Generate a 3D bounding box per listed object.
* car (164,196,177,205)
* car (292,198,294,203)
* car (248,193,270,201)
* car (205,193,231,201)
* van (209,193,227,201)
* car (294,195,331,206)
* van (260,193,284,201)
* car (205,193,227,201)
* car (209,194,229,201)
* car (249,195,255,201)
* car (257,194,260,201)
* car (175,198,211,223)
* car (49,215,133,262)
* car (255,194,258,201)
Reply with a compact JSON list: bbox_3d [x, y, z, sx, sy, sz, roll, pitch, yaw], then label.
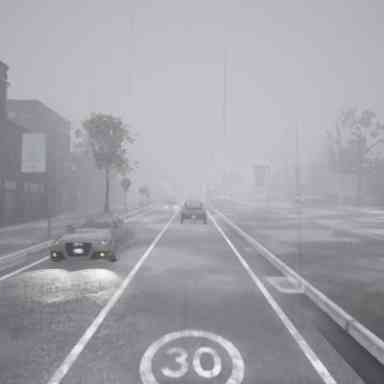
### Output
[{"bbox_3d":[-3.308,1.348,53.233,1.837,1.490,4.892,0,0,0],"label":"car"},{"bbox_3d":[18.695,1.327,54.342,4.674,1.452,2.002,0,0,0],"label":"car"},{"bbox_3d":[18.378,1.453,91.771,5.566,2.045,2.435,0,-2,-1],"label":"car"},{"bbox_3d":[6.104,1.366,75.686,5.366,1.575,1.946,0,-1,0],"label":"car"},{"bbox_3d":[6.359,1.239,81.646,4.442,1.987,1.878,0,-1,0],"label":"van"},{"bbox_3d":[18.765,1.169,51.171,4.553,1.767,2.185,0,0,0],"label":"car"},{"bbox_3d":[18.445,1.138,75.138,4.442,1.987,1.878,0,-1,0],"label":"van"},{"bbox_3d":[6.215,1.345,87.836,5.566,2.045,2.435,0,-1,-1],"label":"car"},{"bbox_3d":[6.297,1.284,78.607,4.553,1.767,2.185,0,-1,0],"label":"car"},{"bbox_3d":[18.446,1.310,86.311,5.566,2.045,2.435,0,-2,-1],"label":"car"},{"bbox_3d":[18.725,1.400,77.931,5.366,1.575,1.946,0,-1,0],"label":"car"},{"bbox_3d":[0.105,1.422,24.431,2.128,1.511,4.902,0,0,0],"label":"car"},{"bbox_3d":[-3.347,1.530,11.775,1.994,1.385,4.181,0,0,0],"label":"car"},{"bbox_3d":[18.705,1.443,80.591,5.366,1.575,1.946,0,-1,0],"label":"car"}]
